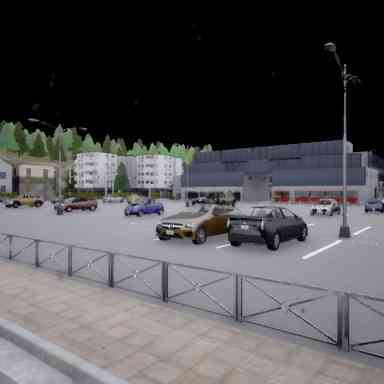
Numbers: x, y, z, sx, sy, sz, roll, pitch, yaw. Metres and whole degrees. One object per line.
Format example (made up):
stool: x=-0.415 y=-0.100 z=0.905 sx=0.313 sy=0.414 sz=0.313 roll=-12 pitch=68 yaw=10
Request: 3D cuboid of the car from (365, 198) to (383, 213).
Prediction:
car: x=18.934 y=1.374 z=34.189 sx=1.845 sy=1.501 sz=3.633 roll=0 pitch=0 yaw=37

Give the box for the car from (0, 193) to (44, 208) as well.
car: x=-21.531 y=1.097 z=42.838 sx=1.932 sy=1.855 sz=4.605 roll=0 pitch=0 yaw=37

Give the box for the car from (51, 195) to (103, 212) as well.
car: x=-12.057 y=1.298 z=34.719 sx=2.007 sy=1.523 sz=4.514 roll=0 pitch=0 yaw=37

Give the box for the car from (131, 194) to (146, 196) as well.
car: x=-8.495 y=1.154 z=54.758 sx=2.152 sy=1.636 sz=5.027 roll=0 pitch=0 yaw=37

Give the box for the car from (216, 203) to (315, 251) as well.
car: x=3.156 y=1.340 z=13.481 sx=2.007 sy=1.523 sz=4.514 roll=0 pitch=0 yaw=37

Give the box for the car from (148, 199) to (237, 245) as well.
car: x=0.630 y=1.330 z=15.341 sx=2.152 sy=1.636 sz=5.027 roll=0 pitch=0 yaw=37

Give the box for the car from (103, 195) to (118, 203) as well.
car: x=-13.794 y=1.232 z=58.392 sx=1.970 sy=1.475 sz=3.806 roll=0 pitch=0 yaw=37

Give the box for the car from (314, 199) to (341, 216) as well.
car: x=12.065 y=1.384 z=30.095 sx=1.970 sy=1.475 sz=3.806 roll=0 pitch=0 yaw=37

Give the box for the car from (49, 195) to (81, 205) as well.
car: x=-20.981 y=1.298 z=55.007 sx=2.007 sy=1.523 sz=4.514 roll=0 pitch=0 yaw=37

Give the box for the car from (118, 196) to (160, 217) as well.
car: x=-4.137 y=1.320 z=28.626 sx=1.845 sy=1.501 sz=3.633 roll=0 pitch=0 yaw=37

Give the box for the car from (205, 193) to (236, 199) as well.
car: x=4.240 y=1.097 z=45.566 sx=1.932 sy=1.855 sz=4.605 roll=0 pitch=0 yaw=37

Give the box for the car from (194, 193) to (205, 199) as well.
car: x=1.679 y=1.077 z=47.000 sx=1.905 sy=1.878 sz=3.866 roll=0 pitch=0 yaw=37
